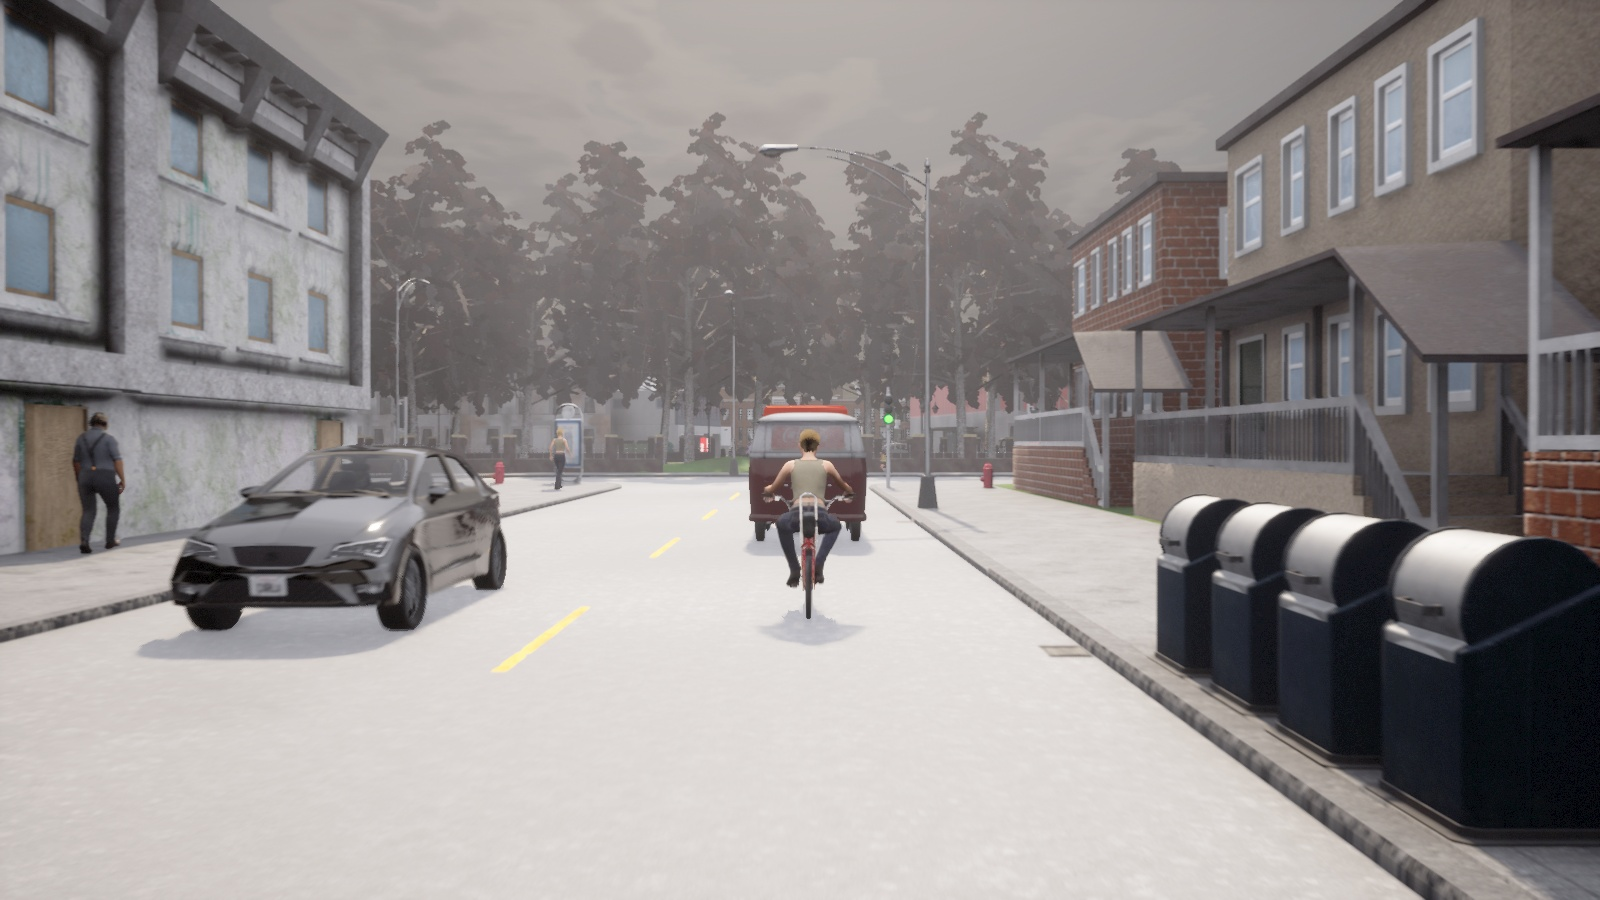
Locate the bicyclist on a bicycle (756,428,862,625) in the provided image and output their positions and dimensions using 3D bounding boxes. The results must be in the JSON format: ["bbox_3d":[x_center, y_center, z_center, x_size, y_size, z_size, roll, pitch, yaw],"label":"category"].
[{"bbox_3d":[0.077,0.622,11.038,0.866,1.612,1.509,0,0,0],"label":"bicyclist on a bicycle"}]

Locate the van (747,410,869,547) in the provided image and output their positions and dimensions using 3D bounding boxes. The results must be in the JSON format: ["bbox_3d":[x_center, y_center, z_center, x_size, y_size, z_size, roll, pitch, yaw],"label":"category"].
[{"bbox_3d":[0.129,0.388,20.441,1.775,1.987,4.442,0,1,0],"label":"van"}]

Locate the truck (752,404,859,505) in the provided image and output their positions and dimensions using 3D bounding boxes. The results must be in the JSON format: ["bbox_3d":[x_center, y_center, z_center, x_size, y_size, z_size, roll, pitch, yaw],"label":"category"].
[{"bbox_3d":[0.192,0.079,33.443,2.627,2.467,5.204,0,1,1],"label":"truck"}]

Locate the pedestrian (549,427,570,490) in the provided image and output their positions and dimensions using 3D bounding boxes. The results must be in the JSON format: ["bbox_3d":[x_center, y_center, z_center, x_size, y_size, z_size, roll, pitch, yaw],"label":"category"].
[{"bbox_3d":[-7.148,0.244,37.330,0.345,1.836,0.594,0,0,21],"label":"pedestrian"}]

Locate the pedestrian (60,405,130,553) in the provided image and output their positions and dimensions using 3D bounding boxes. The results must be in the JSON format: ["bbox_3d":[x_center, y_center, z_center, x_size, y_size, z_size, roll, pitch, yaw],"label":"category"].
[{"bbox_3d":[-8.986,0.360,16.029,0.540,1.848,0.694,0,0,-5],"label":"pedestrian"}]

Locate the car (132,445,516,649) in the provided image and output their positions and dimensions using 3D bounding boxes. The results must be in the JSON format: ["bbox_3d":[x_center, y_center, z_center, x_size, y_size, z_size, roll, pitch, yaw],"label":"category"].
[{"bbox_3d":[-3.922,0.695,11.199,1.816,1.474,4.193,0,0,0],"label":"car"}]
